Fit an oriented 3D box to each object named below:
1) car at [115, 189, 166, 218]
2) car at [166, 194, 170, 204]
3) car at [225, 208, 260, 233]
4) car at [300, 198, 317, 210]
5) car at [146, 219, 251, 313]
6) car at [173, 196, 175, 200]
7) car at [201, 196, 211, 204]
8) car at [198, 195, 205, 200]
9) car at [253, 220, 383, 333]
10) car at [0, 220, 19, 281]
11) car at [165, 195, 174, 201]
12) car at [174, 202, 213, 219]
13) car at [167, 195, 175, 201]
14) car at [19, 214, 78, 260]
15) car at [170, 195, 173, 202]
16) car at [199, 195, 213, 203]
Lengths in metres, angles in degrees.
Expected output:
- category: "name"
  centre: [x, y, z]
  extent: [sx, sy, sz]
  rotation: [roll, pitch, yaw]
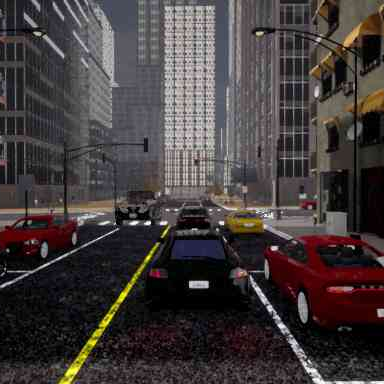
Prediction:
- category: "car"
  centre: [-2.979, 0.837, 19.605]
  extent: [2.150, 2.045, 5.566]
  rotation: [0, 0, 0]
- category: "car"
  centre: [-5.631, 1.541, 61.433]
  extent: [1.887, 1.381, 4.507]
  rotation: [-1, 0, 0]
- category: "car"
  centre: [2.701, 1.523, 18.067]
  extent: [1.752, 1.417, 4.829]
  rotation: [-1, 0, 0]
- category: "car"
  centre: [14.292, 1.255, 37.009]
  extent: [4.507, 1.381, 1.887]
  rotation: [-1, 1, 0]
- category: "car"
  centre: [0.112, 1.563, 7.734]
  extent: [1.994, 1.385, 4.181]
  rotation: [0, 0, 0]
- category: "car"
  centre: [-5.621, 1.312, 72.553]
  extent: [2.192, 1.841, 5.009]
  rotation: [-1, 0, 0]
- category: "car"
  centre: [2.755, 1.522, 67.152]
  extent: [1.752, 1.417, 4.829]
  rotation: [-1, 0, 0]
- category: "car"
  centre: [2.787, 1.580, 94.780]
  extent: [1.802, 1.307, 4.206]
  rotation: [-1, 0, 0]
- category: "car"
  centre: [2.690, 1.544, 6.850]
  extent: [1.887, 1.381, 4.507]
  rotation: [-1, 0, 0]
- category: "car"
  centre: [-5.692, 1.439, 6.873]
  extent: [1.967, 1.590, 4.097]
  rotation: [-1, 0, 0]
- category: "car"
  centre: [-5.608, 1.523, 83.501]
  extent: [1.752, 1.417, 4.829]
  rotation: [-1, 0, 0]
- category: "car"
  centre: [0.096, 1.502, 17.719]
  extent: [1.837, 1.490, 4.892]
  rotation: [0, 0, -1]
- category: "car"
  centre: [-5.601, 1.543, 89.230]
  extent: [1.887, 1.381, 4.507]
  rotation: [-1, 0, 0]
- category: "car"
  centre: [-5.685, 1.543, 12.397]
  extent: [1.887, 1.381, 4.507]
  rotation: [-1, 0, 0]
- category: "car"
  centre: [-5.627, 1.311, 66.993]
  extent: [2.192, 1.841, 5.009]
  rotation: [-1, 0, 0]
- category: "car"
  centre: [2.748, 1.436, 61.423]
  extent: [1.967, 1.590, 4.097]
  rotation: [-1, 0, 0]
